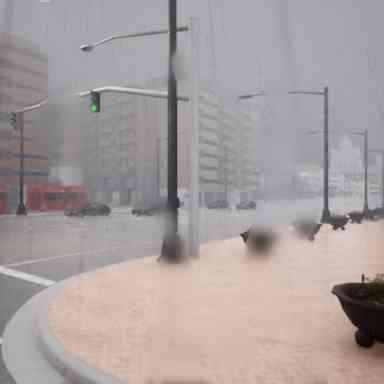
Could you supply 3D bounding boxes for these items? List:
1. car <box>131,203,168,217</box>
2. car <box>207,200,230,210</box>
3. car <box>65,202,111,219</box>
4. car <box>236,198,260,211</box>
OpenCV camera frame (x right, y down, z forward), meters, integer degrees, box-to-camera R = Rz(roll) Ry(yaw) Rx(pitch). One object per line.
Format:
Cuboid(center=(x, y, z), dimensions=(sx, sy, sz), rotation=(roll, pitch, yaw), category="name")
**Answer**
Cuboid(center=(-3.834, 1.809, 34.259), dimensions=(2.033, 1.411, 5.357), rotation=(0, -1, 35), category="car")
Cuboid(center=(4.166, 2.042, 51.522), dimensions=(1.837, 1.490, 4.892), rotation=(0, -1, 36), category="car")
Cuboid(center=(-9.850, 1.710, 31.819), dimensions=(1.812, 1.442, 4.674), rotation=(0, -1, 36), category="car")
Cuboid(center=(8.526, 2.088, 51.585), dimensions=(1.837, 1.490, 4.892), rotation=(0, -1, 35), category="car")
